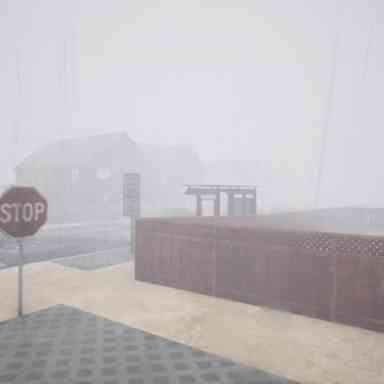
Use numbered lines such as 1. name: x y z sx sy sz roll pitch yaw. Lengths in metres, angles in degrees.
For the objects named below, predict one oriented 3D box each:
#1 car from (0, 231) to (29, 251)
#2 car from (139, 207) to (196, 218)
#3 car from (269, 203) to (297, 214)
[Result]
1. car: -8.711 1.667 12.540 1.895 1.301 4.718 1 -1 28
2. car: -1.464 1.797 23.550 2.033 1.411 5.357 1 0 35
3. car: 11.502 2.120 41.734 2.033 1.411 5.357 1 0 36
